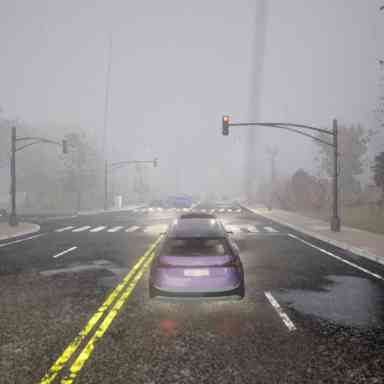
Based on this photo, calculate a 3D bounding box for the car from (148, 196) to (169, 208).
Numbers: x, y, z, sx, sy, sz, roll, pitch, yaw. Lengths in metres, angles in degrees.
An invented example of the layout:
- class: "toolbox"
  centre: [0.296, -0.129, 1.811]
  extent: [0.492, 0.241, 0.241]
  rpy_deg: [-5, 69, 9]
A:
- class: "car"
  centre: [-4.896, 1.514, 47.406]
  extent: [1.994, 1.385, 4.181]
  rpy_deg: [0, 0, 5]

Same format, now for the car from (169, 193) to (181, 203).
- class: "car"
  centre: [-3.776, 1.395, 61.554]
  extent: [1.882, 1.535, 5.008]
  rpy_deg: [0, 0, 5]

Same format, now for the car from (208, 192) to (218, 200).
- class: "car"
  centre: [5.632, 1.032, 87.818]
  extent: [2.150, 2.045, 5.566]
  rpy_deg: [0, 0, 7]

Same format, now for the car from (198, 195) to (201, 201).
- class: "car"
  centre: [0.990, 1.343, 76.208]
  extent: [1.882, 1.535, 5.008]
  rpy_deg: [0, 0, 6]

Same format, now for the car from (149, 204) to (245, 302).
- class: "car"
  centre: [0.109, 1.431, 8.344]
  extent: [2.033, 1.649, 4.856]
  rpy_deg: [-1, 3, 1]

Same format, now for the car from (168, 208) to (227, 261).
- class: "car"
  centre: [0.237, 1.484, 13.233]
  extent: [1.882, 1.535, 5.008]
  rpy_deg: [0, -1, 2]

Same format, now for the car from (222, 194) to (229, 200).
- class: "car"
  centre: [8.853, 1.304, 87.387]
  extent: [1.837, 1.490, 4.892]
  rpy_deg: [0, 0, 7]

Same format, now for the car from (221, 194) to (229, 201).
- class: "car"
  centre: [7.634, 1.448, 77.167]
  extent: [1.895, 1.301, 4.718]
  rpy_deg: [0, 0, 6]

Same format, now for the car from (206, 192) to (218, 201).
- class: "car"
  centre: [4.443, 1.408, 77.888]
  extent: [1.994, 1.385, 4.181]
  rpy_deg: [0, 0, 6]

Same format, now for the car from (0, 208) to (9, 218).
- class: "car"
  centre: [-18.936, 1.758, 29.704]
  extent: [4.718, 1.301, 1.895]
  rpy_deg: [-1, -1, 9]

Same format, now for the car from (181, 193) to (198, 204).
- class: "car"
  centre: [-0.581, 1.394, 60.811]
  extent: [1.882, 1.535, 5.008]
  rpy_deg: [0, 0, 5]

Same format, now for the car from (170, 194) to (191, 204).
- class: "car"
  centre: [-1.605, 1.425, 48.076]
  extent: [1.882, 1.535, 5.008]
  rpy_deg: [0, 0, 4]
